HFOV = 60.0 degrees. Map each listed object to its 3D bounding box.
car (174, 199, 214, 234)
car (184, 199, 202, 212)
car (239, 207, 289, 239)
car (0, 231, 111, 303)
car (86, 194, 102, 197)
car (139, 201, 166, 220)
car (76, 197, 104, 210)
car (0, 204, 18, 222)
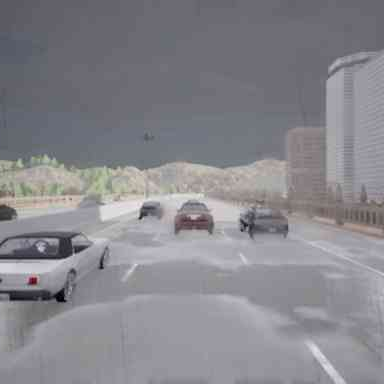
[{"bbox_3d":[0.103,1.371,19.314,2.097,1.767,4.553,0,0,0],"label":"car"},{"bbox_3d":[0.106,1.606,40.434,2.033,1.411,5.357,0,0,0],"label":"car"},{"bbox_3d":[3.602,1.508,17.311,2.128,1.511,4.902,0,0,0],"label":"car"},{"bbox_3d":[-3.405,1.605,8.159,1.895,1.301,4.718,0,0,0],"label":"car"},{"bbox_3d":[-17.492,1.313,59.244,2.150,2.045,5.566,0,0,0],"label":"car"},{"bbox_3d":[-3.395,1.542,28.869,1.837,1.490,4.892,0,0,0],"label":"car"},{"bbox_3d":[-10.569,1.555,34.879,1.837,1.490,4.892,0,-1,0],"label":"car"},{"bbox_3d":[-14.089,1.552,23.389,1.812,1.442,4.674,0,0,0],"label":"car"}]
